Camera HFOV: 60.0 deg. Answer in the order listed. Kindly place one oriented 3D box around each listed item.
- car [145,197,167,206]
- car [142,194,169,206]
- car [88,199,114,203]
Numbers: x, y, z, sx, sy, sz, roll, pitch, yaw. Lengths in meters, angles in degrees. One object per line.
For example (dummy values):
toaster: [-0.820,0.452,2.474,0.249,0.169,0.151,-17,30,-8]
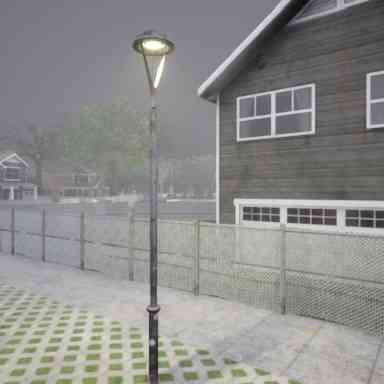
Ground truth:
car: [-5.949,1.555,55.725,1.837,1.490,4.892,0,0,17]
car: [-5.263,1.313,48.472,2.150,2.045,5.566,0,0,18]
car: [-11.296,1.598,40.149,2.128,1.511,4.902,0,0,20]
